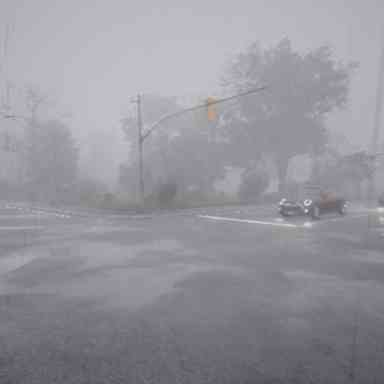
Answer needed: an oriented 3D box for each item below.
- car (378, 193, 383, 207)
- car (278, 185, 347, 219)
[{"bbox_3d":[17.187,0.450,27.580,4.902,1.511,2.128,0,1,-39],"label":"car"},{"bbox_3d":[6.953,0.484,19.123,4.553,1.767,2.097,-2,2,-40],"label":"car"}]
